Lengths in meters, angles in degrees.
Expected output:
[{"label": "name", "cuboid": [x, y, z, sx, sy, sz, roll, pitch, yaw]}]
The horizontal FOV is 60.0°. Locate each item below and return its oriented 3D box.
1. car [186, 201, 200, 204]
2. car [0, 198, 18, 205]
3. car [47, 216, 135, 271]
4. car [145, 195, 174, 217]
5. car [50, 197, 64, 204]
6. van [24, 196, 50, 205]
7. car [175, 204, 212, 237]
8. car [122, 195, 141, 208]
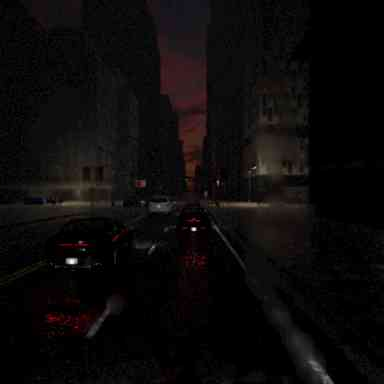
[{"label": "car", "cuboid": [0.096, 1.713, 36.419, 1.882, 1.535, 5.008, 0, 0, 0]}, {"label": "car", "cuboid": [-36.201, 1.906, 64.749, 4.206, 1.307, 1.802, 0, 0, 0]}, {"label": "car", "cuboid": [-3.152, 1.580, 11.150, 1.837, 1.490, 4.892, 0, 0, 0]}, {"label": "car", "cuboid": [-3.152, 1.442, 34.283, 2.150, 2.045, 5.566, 0, 0, 0]}, {"label": "car", "cuboid": [-30.547, 1.867, 73.269, 4.313, 1.339, 1.947, 0, 0, 0]}, {"label": "van", "cuboid": [-30.551, 1.695, 64.744, 3.998, 1.788, 1.690, 0, 0, 0]}, {"label": "car", "cuboid": [0.098, 1.630, 19.061, 1.837, 1.490, 4.892, 0, 0, 0]}, {"label": "car", "cuboid": [-9.780, 1.576, 54.248, 2.150, 2.045, 5.566, 0, -1, 0]}]
